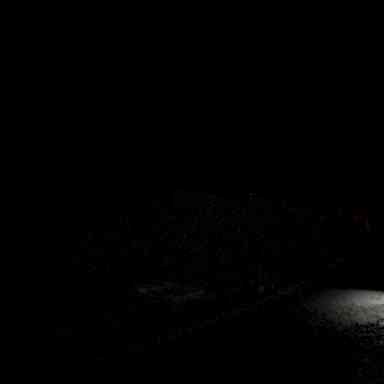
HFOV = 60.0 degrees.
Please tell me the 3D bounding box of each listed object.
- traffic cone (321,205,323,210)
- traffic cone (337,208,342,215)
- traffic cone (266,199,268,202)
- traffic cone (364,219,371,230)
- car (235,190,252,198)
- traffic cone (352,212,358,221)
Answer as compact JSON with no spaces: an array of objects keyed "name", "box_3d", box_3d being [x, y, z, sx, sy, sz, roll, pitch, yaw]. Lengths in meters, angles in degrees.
[{"name":"traffic cone","box_3d":[12.599,1.487,32.239,0.340,0.580,0.340,0,1,1]},{"name":"traffic cone","box_3d":[12.255,1.594,27.596,0.340,0.580,0.340,0,1,8]},{"name":"traffic cone","box_3d":[10.431,1.172,46.408,0.340,0.580,0.340,0,1,-13]},{"name":"traffic cone","box_3d":[9.839,1.806,18.626,0.340,0.580,0.340,0,1,22]},{"name":"car","box_3d":[9.366,0.356,61.128,1.837,1.490,4.892,0,2,-13]},{"name":"traffic cone","box_3d":[11.331,1.704,23.033,0.340,0.580,0.340,0,1,15]}]
